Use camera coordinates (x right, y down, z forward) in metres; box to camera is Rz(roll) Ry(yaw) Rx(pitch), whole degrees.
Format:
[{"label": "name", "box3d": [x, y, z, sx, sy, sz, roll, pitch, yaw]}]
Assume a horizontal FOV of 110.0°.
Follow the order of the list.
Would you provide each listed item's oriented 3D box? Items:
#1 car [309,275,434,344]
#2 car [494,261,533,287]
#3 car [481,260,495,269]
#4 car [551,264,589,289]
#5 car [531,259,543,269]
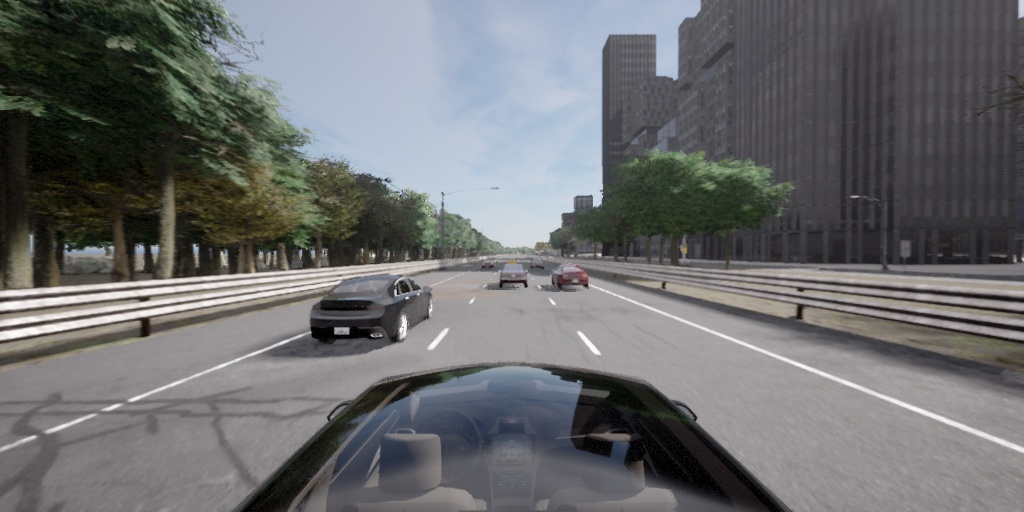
[{"label": "car", "box3d": [-3.404, 1.245, 9.586, 1.837, 1.490, 4.892, 0, 0, 0]}, {"label": "car", "box3d": [0.090, 1.255, 24.046, 2.033, 1.411, 5.357, 0, 0, 0]}, {"label": "car", "box3d": [-3.433, 1.213, 53.131, 1.895, 1.301, 4.718, 0, 0, 0]}, {"label": "car", "box3d": [3.588, 1.237, 22.531, 1.812, 1.442, 4.674, 0, 0, 0]}, {"label": "car", "box3d": [3.565, 1.162, 52.818, 2.033, 1.411, 5.357, 0, 0, 0]}]
